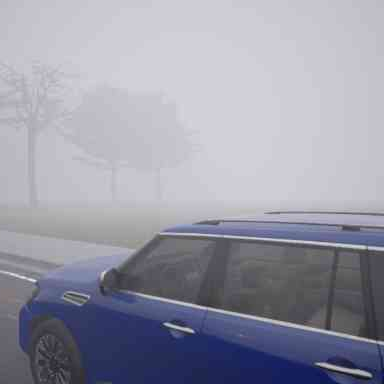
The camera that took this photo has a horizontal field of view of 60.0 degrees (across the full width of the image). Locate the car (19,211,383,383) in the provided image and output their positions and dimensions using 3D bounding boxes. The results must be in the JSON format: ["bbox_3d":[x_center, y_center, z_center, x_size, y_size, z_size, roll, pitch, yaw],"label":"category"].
[{"bbox_3d":[0.588,1.221,3.273,5.566,2.045,2.150,0,0,35],"label":"car"}]
